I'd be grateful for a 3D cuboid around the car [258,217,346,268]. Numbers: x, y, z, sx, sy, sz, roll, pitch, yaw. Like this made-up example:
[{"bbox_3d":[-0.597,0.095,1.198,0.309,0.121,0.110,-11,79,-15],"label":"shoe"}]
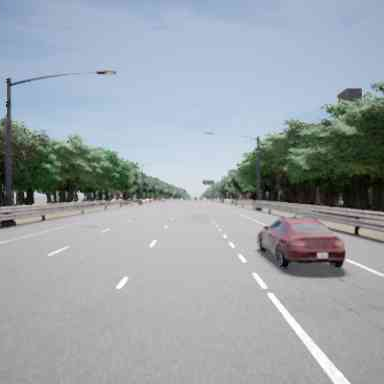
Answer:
[{"bbox_3d":[3.544,1.586,11.387,1.812,1.442,4.674,0,0,-1],"label":"car"}]
